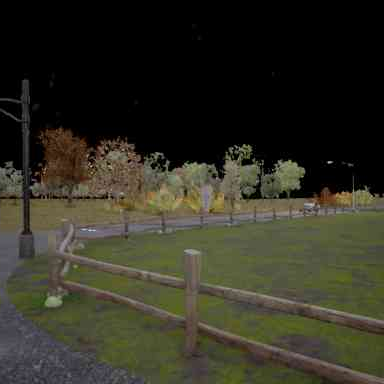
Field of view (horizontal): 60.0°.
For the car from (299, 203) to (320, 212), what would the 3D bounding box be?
[{"bbox_3d":[18.813,2.449,53.015,2.033,1.411,5.357,-1,-2,40],"label":"car"}]
